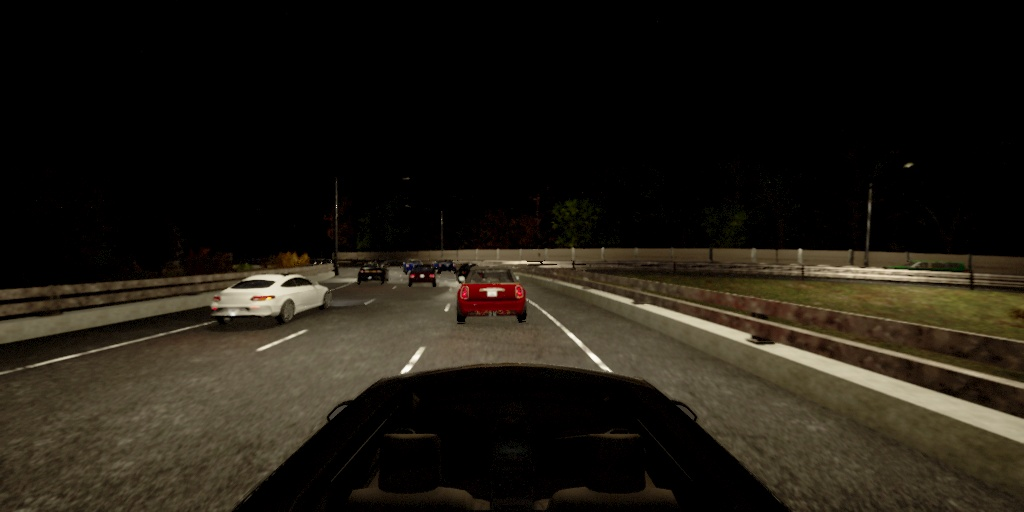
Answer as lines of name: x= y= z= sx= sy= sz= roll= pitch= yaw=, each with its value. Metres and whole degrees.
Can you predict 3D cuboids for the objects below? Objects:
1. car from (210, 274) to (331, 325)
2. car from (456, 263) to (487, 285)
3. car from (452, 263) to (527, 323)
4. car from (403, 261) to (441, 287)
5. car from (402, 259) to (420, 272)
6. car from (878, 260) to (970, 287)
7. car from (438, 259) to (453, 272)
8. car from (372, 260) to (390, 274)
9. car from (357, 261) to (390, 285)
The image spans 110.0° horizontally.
car: x=-7.728 y=1.308 z=11.944 sx=1.812 sy=1.442 sz=4.674 roll=0 pitch=0 yaw=-6
car: x=-3.178 y=1.285 z=27.258 sx=1.812 sy=1.442 sz=4.674 roll=0 pitch=0 yaw=-13
car: x=-0.773 y=1.104 z=12.388 sx=2.097 sy=1.767 sz=4.553 roll=0 pitch=0 yaw=-6
car: x=-6.252 y=1.321 z=25.271 sx=2.033 sy=1.411 sz=5.357 roll=0 pitch=0 yaw=-12
car: x=-11.678 y=1.145 z=42.228 sx=2.097 sy=1.767 sz=4.553 roll=0 pitch=0 yaw=-21
car: x=37.637 y=1.419 z=32.889 sx=5.566 sy=2.045 sz=2.150 roll=3 pitch=1 yaw=26
car: x=-8.078 y=1.129 z=42.661 sx=2.097 sy=1.767 sz=4.553 roll=0 pitch=0 yaw=-21
car: x=-15.834 y=1.319 z=43.194 sx=1.837 sy=1.490 sz=4.892 roll=0 pitch=0 yaw=-23
car: x=-10.316 y=1.283 z=26.913 sx=2.128 sy=1.511 sz=4.902 roll=0 pitch=0 yaw=-14
